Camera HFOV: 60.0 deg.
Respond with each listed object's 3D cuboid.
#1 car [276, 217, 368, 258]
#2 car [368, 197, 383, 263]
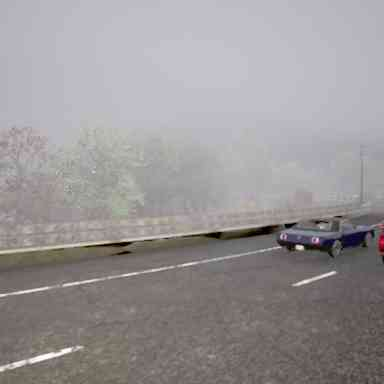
[{"bbox_3d":[5.365,1.630,12.962,4.718,1.301,1.895,0,0,-42],"label":"car"},{"bbox_3d":[7.802,1.240,10.436,5.566,2.045,2.150,0,0,-42],"label":"car"}]
